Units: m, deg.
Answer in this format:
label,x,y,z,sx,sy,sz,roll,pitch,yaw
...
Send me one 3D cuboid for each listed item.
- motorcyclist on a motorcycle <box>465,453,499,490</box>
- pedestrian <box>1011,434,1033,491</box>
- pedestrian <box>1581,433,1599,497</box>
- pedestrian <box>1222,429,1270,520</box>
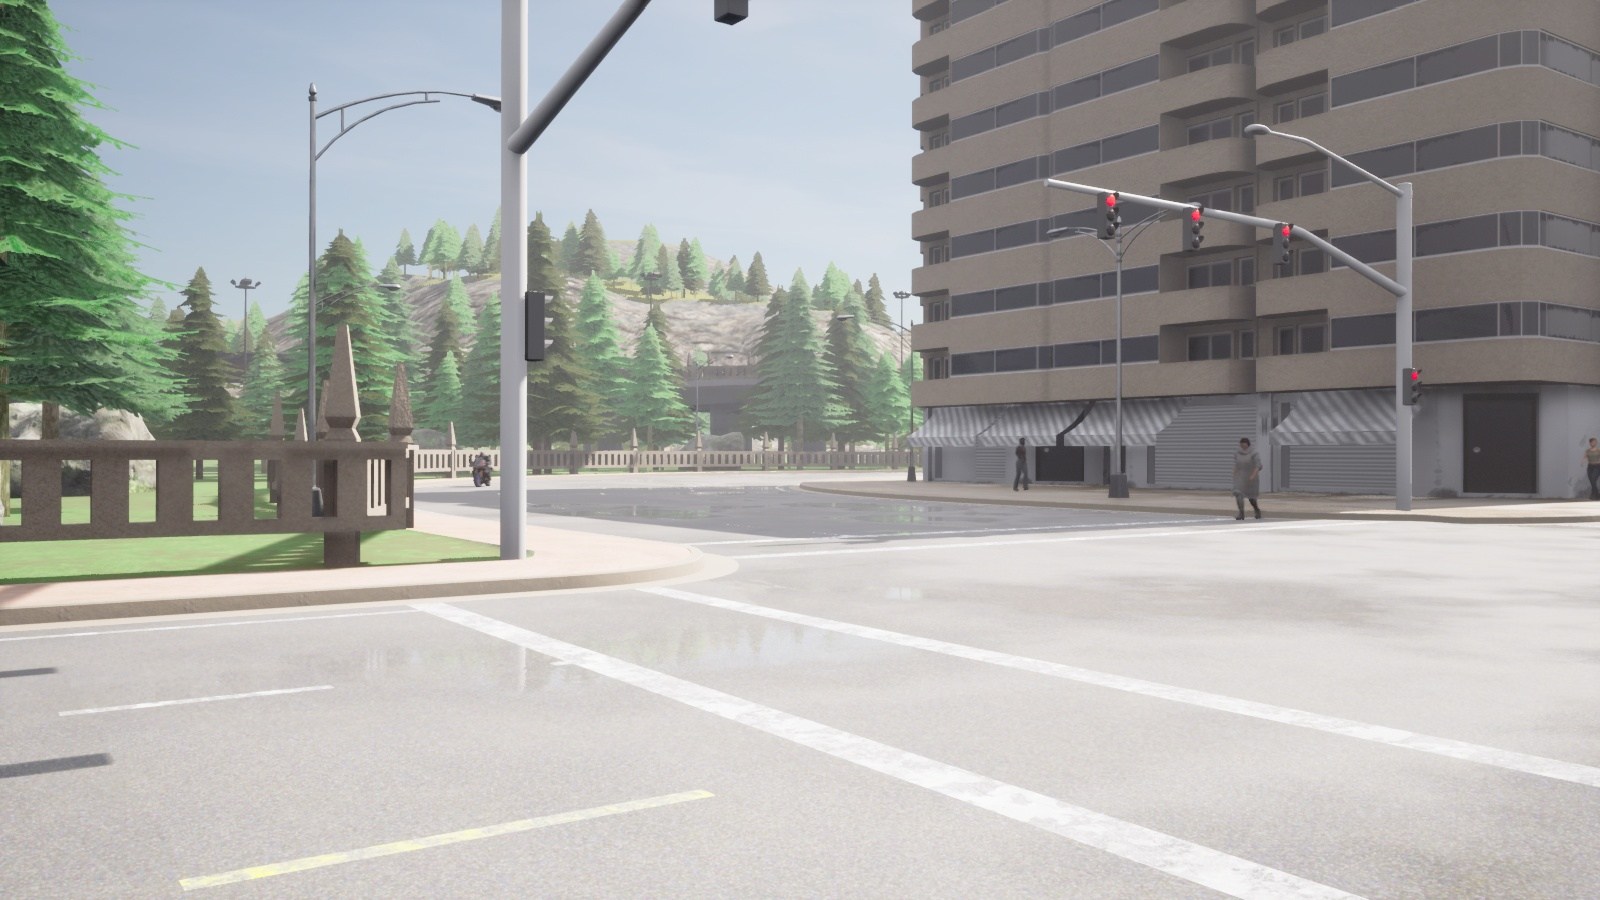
label,x,y,z,sx,sy,sz,roll,pitch,yaw
motorcyclist on a motorcycle,-13.168,0.880,52.050,0.866,1.530,2.191,0,0,0
pedestrian,7.596,0.439,42.918,0.402,1.930,0.666,0,0,-33
pedestrian,22.975,0.444,36.355,0.594,1.836,0.345,0,0,-28
pedestrian,9.724,0.530,27.376,0.873,1.952,0.659,0,0,-45
